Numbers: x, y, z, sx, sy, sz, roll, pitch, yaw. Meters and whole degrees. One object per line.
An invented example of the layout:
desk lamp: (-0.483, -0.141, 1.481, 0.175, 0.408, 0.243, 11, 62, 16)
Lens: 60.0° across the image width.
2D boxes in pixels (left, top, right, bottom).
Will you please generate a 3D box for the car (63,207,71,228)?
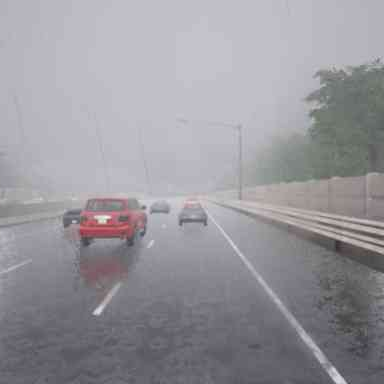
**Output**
car: (-6.925, 1.506, 22.006, 1.837, 1.490, 4.892, 0, 0, 0)

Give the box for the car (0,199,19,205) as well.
car: (-24.561, 1.665, 44.835, 1.837, 1.490, 4.892, 0, -1, 0)

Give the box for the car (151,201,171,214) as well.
car: (-3.443, 1.641, 36.850, 1.994, 1.385, 4.181, 0, 0, 0)

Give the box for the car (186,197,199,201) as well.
car: (0.050, 1.469, 42.020, 2.097, 1.767, 4.553, 0, 0, 0)

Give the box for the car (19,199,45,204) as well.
car: (-21.056, 1.644, 45.540, 1.882, 1.535, 5.008, 0, -1, 0)

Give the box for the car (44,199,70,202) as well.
car: (-17.558, 1.703, 45.148, 2.033, 1.411, 5.357, 0, -1, 0)

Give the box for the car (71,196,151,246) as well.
car: (-3.418, 1.207, 15.349, 2.150, 2.045, 5.566, 0, 0, 0)

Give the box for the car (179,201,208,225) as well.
car: (0.072, 1.567, 23.839, 1.994, 1.385, 4.181, 0, 0, 0)
